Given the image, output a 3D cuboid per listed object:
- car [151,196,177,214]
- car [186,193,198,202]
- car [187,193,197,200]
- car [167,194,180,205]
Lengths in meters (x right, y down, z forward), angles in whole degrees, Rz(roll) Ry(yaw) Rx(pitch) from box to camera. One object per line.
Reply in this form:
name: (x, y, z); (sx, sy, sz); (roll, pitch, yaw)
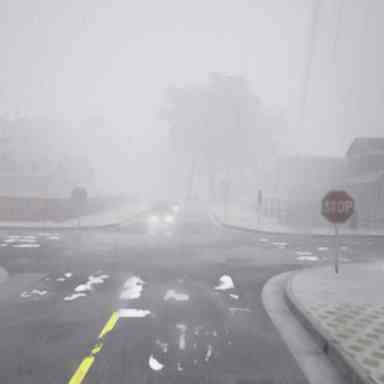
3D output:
car: (-2.811, 1.372, 32.186); (1.895, 1.301, 4.718); (0, 1, 0)
car: (0.064, 0.916, 57.306); (1.882, 1.535, 5.008); (0, 1, 0)
car: (0.076, 0.845, 67.726); (1.994, 1.385, 4.181); (0, 1, 0)
car: (-2.780, 1.073, 47.161); (2.128, 1.511, 4.902); (0, 1, 0)
